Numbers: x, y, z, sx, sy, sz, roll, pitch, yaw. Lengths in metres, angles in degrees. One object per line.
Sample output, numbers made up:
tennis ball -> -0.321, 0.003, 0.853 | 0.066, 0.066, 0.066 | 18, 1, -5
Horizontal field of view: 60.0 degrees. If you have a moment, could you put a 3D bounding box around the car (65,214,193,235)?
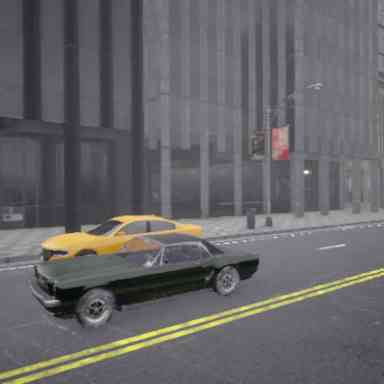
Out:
car -> -1.939, 1.480, 10.286 | 5.008, 1.535, 1.882 | 0, 0, -36

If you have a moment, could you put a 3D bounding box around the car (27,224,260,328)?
car -> -0.833, 1.603, 7.084 | 4.718, 1.301, 1.895 | 0, 0, -35
